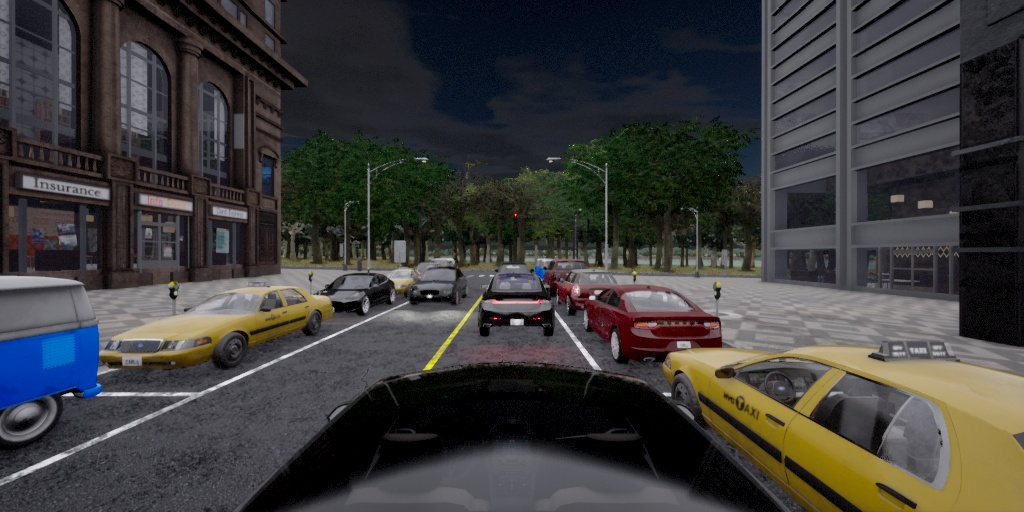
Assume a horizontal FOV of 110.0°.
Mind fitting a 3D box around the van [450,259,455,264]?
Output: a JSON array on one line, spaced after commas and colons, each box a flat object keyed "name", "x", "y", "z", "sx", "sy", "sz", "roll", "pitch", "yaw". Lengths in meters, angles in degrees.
[{"name": "van", "x": -5.719, "y": 1.094, "z": 29.765, "sx": 1.690, "sy": 1.789, "sz": 3.998, "roll": 0, "pitch": 0, "yaw": 0}]

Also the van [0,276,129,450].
[{"name": "van", "x": -5.762, "y": 1.091, "z": 2.578, "sx": 1.690, "sy": 1.789, "sz": 3.998, "roll": 0, "pitch": 0, "yaw": 0}]

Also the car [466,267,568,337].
[{"name": "car", "x": 0.114, "y": 1.242, "z": 10.316, "sx": 2.128, "sy": 1.511, "sz": 4.902, "roll": 0, "pitch": 0, "yaw": 0}]

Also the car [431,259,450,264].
[{"name": "car", "x": -5.728, "y": 1.192, "z": 24.327, "sx": 1.967, "sy": 1.591, "sz": 4.097, "roll": 0, "pitch": 0, "yaw": 0}]

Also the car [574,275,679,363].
[{"name": "car", "x": 2.772, "y": 1.295, "z": 8.002, "sx": 1.888, "sy": 1.381, "sz": 4.507, "roll": 0, "pitch": 0, "yaw": 0}]

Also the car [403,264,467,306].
[{"name": "car", "x": -3.062, "y": 1.255, "z": 15.779, "sx": 1.837, "sy": 1.490, "sz": 4.892, "roll": 0, "pitch": 0, "yaw": 0}]

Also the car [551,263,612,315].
[{"name": "car", "x": 2.780, "y": 1.190, "z": 13.439, "sx": 1.967, "sy": 1.591, "sz": 4.097, "roll": 0, "pitch": 0, "yaw": 0}]

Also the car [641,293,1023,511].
[{"name": "car", "x": 2.763, "y": 1.275, "z": 2.734, "sx": 1.751, "sy": 1.417, "sz": 4.829, "roll": 0, "pitch": 0, "yaw": 0}]

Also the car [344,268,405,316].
[{"name": "car", "x": -5.745, "y": 1.316, "z": 13.452, "sx": 1.948, "sy": 1.339, "sz": 4.313, "roll": 0, "pitch": 0, "yaw": 0}]

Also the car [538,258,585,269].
[{"name": "car", "x": 2.789, "y": 1.066, "z": 18.877, "sx": 2.192, "sy": 1.841, "sz": 5.009, "roll": 0, "pitch": 0, "yaw": 0}]

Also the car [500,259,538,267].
[{"name": "car", "x": 0.128, "y": 1.103, "z": 19.281, "sx": 2.097, "sy": 1.767, "sz": 4.553, "roll": 0, "pitch": 0, "yaw": 1}]

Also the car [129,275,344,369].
[{"name": "car", "x": -5.754, "y": 1.275, "z": 7.845, "sx": 1.751, "sy": 1.417, "sz": 4.829, "roll": 0, "pitch": 0, "yaw": 0}]

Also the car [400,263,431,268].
[{"name": "car", "x": -5.737, "y": 1.276, "z": 18.720, "sx": 1.751, "sy": 1.417, "sz": 4.829, "roll": 0, "pitch": 0, "yaw": 0}]
